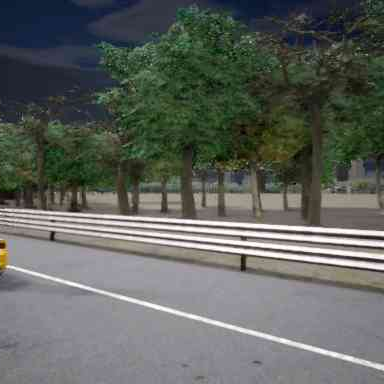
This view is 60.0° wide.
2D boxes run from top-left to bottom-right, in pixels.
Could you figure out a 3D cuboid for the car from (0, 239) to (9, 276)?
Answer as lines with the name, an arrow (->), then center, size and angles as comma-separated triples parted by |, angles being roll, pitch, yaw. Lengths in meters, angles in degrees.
car -> -6.944, 1.520, 9.154 | 5.008, 1.535, 1.882 | 0, 0, 38
